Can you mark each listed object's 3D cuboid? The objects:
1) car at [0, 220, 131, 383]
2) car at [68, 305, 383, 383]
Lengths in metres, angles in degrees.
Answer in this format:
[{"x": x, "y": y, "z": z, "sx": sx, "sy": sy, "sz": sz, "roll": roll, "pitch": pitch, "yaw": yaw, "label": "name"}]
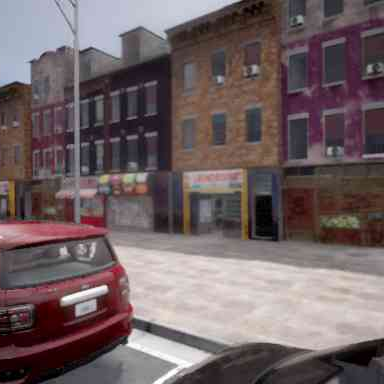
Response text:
[{"x": -3.099, "y": 1.367, "z": 5.021, "sx": 5.009, "sy": 1.841, "sz": 2.192, "roll": -1, "pitch": 0, "yaw": 36, "label": "car"}, {"x": 1.527, "y": 1.563, "z": 1.721, "sx": 4.313, "sy": 1.339, "sz": 1.947, "roll": -1, "pitch": 0, "yaw": 36, "label": "car"}]
